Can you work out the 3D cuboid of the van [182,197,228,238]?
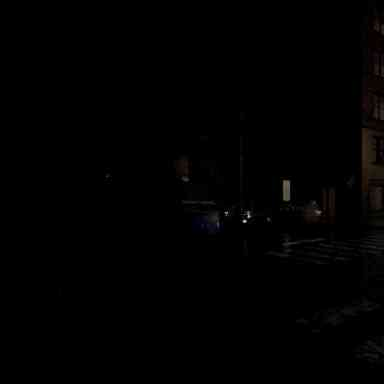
[{"bbox_3d":[-0.189,1.340,17.483,1.690,1.788,3.998,0,0,-35],"label":"van"}]

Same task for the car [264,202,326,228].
[{"bbox_3d":[6.782,1.423,22.392,1.967,1.590,4.097,0,0,-35],"label":"car"}]

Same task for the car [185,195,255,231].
[{"bbox_3d":[1.321,1.215,20.172,2.150,2.045,5.566,0,0,-33],"label":"car"}]

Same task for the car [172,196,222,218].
[{"bbox_3d":[0.370,1.291,31.538,2.192,1.841,5.009,0,0,-35],"label":"car"}]
